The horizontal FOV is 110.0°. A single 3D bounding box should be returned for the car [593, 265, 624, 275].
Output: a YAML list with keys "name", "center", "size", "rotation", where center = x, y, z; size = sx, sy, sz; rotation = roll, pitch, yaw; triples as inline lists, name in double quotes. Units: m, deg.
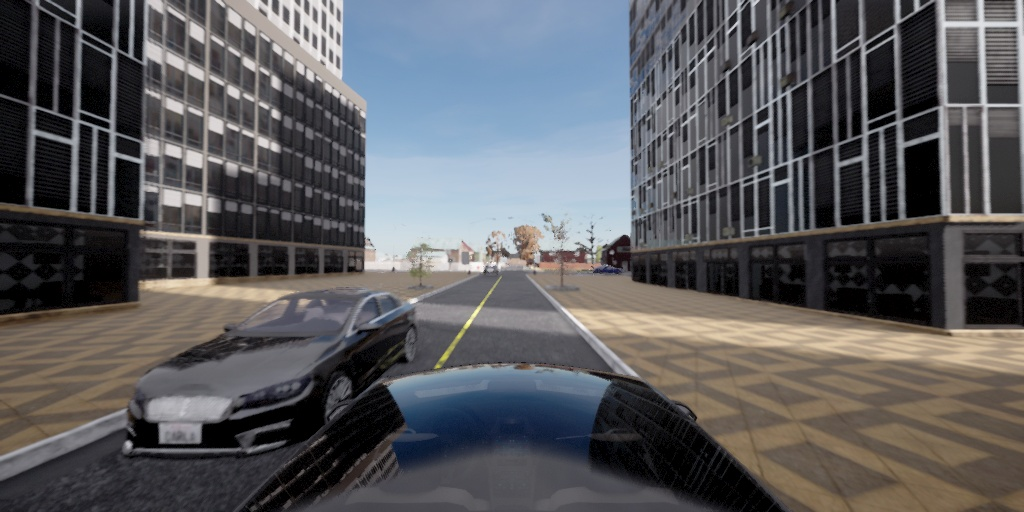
- name: "car"
  center: [14.858, 2.169, 55.308]
  size: [4.674, 1.442, 1.812]
  rotation: [1, -1, 8]

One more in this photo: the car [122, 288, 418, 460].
- name: "car"
  center: [-2.850, 1.293, 5.534]
  size: [2.128, 1.511, 4.902]
  rotation: [0, -1, 0]

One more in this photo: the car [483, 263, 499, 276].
- name: "car"
  center: [-2.751, 1.733, 47.471]
  size: [2.128, 1.511, 4.902]
  rotation: [0, -1, 0]
